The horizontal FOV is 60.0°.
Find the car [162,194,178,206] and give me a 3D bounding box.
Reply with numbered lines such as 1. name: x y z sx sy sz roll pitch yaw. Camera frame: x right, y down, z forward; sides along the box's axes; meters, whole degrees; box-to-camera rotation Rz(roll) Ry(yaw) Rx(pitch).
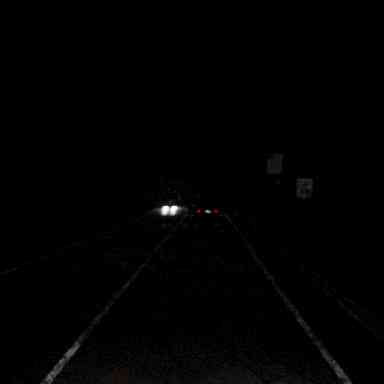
1. car: -3.039 1.064 45.574 2.128 1.511 4.902 0 1 -5

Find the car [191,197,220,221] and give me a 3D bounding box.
1. car: 1.130 1.352 25.022 2.033 1.411 5.357 0 1 2

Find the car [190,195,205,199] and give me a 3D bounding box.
1. car: 0.870 1.124 41.231 1.882 1.535 5.008 0 1 -4
